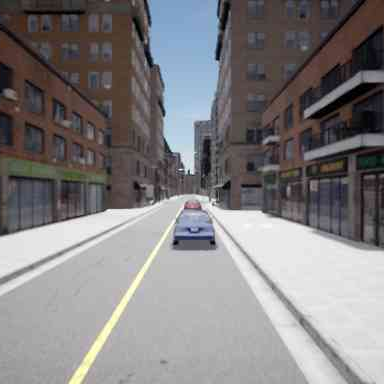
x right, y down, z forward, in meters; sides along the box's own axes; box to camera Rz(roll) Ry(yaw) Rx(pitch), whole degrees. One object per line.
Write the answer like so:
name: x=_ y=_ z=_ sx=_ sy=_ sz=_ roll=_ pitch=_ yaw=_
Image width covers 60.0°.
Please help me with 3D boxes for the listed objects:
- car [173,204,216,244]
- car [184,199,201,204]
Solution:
car: x=0.098 y=1.524 z=15.601 sx=2.033 sy=1.411 sz=5.357 roll=0 pitch=0 yaw=0
car: x=0.096 y=1.511 z=37.248 sx=1.994 sy=1.385 sz=4.181 roll=0 pitch=0 yaw=0
